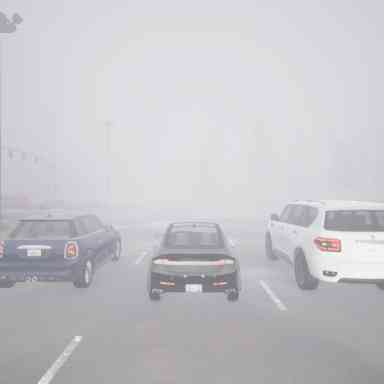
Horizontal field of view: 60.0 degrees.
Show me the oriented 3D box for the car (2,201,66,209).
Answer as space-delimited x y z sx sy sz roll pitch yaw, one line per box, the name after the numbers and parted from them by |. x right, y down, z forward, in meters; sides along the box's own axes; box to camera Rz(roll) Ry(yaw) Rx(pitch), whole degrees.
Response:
-12.443 1.601 25.403 4.718 1.301 1.895 0 0 -15 | car

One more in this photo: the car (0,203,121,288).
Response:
-3.437 1.352 9.406 2.097 1.767 4.553 0 0 0 | car

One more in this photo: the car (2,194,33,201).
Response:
-17.813 1.223 31.184 5.566 2.045 2.150 0 0 -16 | car

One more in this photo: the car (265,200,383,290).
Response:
3.559 1.221 9.176 2.150 2.045 5.566 0 0 1 | car

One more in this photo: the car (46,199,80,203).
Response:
-14.950 1.506 35.563 4.892 1.490 1.837 0 0 -15 | car

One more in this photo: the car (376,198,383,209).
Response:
27.485 1.505 44.360 4.892 1.490 1.837 0 0 0 | car

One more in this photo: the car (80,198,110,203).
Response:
-12.241 1.493 39.851 4.902 1.511 2.128 0 0 -13 | car

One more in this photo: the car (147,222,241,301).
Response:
0.056 1.492 8.323 2.128 1.511 4.902 0 0 1 | car
